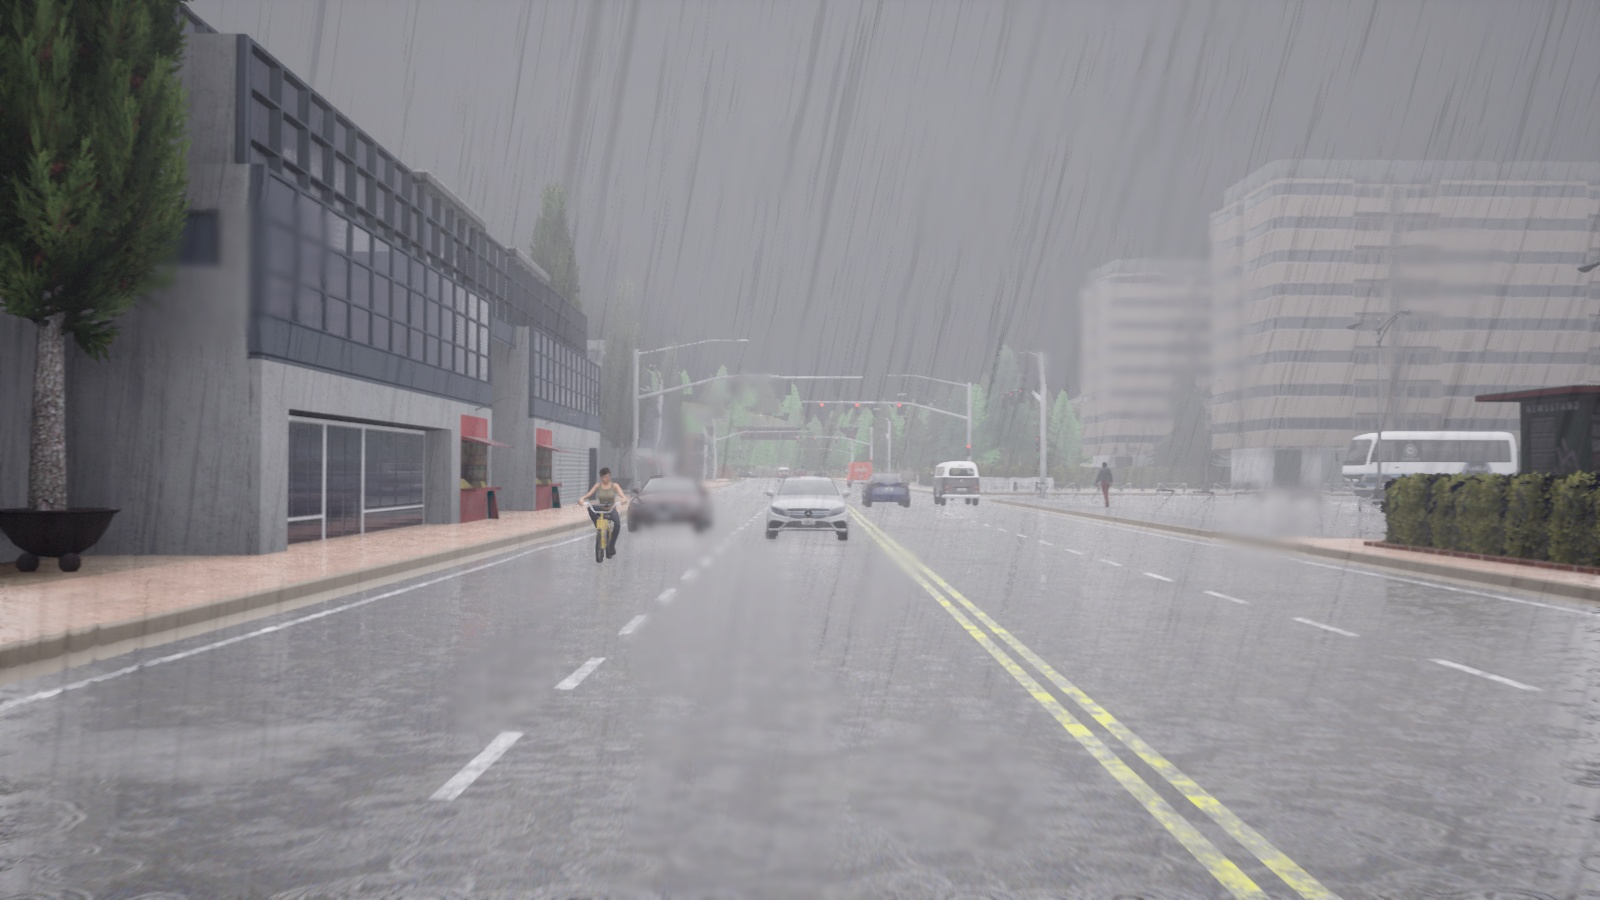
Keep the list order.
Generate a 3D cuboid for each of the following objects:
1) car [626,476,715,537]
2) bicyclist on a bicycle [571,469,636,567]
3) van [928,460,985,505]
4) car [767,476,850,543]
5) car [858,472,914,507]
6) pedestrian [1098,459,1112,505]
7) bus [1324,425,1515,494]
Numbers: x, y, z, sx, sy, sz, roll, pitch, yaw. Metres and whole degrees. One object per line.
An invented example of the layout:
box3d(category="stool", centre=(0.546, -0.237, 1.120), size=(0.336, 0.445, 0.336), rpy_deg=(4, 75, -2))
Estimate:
box3d(category="car", centre=(-3.291, 1.408, 32.690), size=(1.812, 1.442, 4.674), rpy_deg=(0, -1, 0))
box3d(category="bicyclist on a bicycle", centre=(-3.350, 1.130, 21.513), size=(0.866, 1.612, 1.509), rpy_deg=(0, -1, 1))
box3d(category="van", centre=(7.313, 1.509, 59.079), size=(2.069, 2.038, 4.480), rpy_deg=(0, -1, 0))
box3d(category="car", centre=(0.192, 1.344, 29.744), size=(1.812, 1.442, 4.674), rpy_deg=(0, -1, 0))
box3d(category="car", centre=(3.826, 1.755, 56.429), size=(2.163, 1.488, 4.792), rpy_deg=(0, -1, 0))
box3d(category="pedestrian", centre=(12.202, 1.275, 50.256), size=(0.353, 1.847, 0.614), rpy_deg=(0, -1, -4))
box3d(category="bus", centre=(39.497, 0.637, 80.356), size=(10.273, 4.253, 3.944), rpy_deg=(0, -1, -1))
